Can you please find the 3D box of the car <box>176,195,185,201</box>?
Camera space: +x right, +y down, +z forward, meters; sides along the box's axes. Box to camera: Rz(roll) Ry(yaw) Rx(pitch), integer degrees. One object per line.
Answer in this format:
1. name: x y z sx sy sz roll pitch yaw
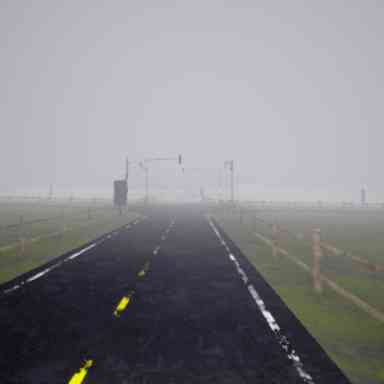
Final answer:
1. car: -2.685 1.474 79.698 1.812 1.442 4.674 0 0 0
